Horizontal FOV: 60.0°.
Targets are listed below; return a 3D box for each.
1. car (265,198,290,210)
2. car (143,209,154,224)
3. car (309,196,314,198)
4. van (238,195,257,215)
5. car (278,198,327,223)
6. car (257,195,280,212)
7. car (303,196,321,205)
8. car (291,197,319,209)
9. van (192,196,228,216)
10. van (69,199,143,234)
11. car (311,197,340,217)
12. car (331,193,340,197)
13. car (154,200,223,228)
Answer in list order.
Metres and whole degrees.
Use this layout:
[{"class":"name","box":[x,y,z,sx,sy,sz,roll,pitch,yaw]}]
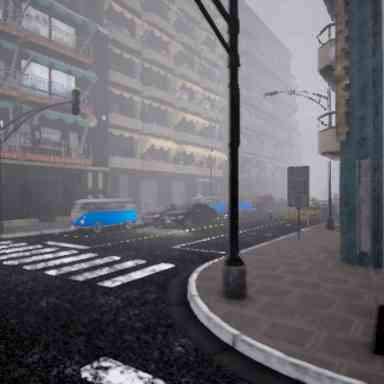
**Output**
[{"class":"car","box":[10.868,1.478,42.121,1.802,1.307,4.206,0,0,34]},{"class":"car","box":[-1.769,1.512,23.430,1.802,1.307,4.206,0,0,34]},{"class":"car","box":[11.693,1.350,33.683,1.882,1.535,5.008,0,0,34]},{"class":"van","box":[4.549,1.253,32.775,1.690,1.788,3.998,0,0,34]},{"class":"car","box":[8.014,1.399,23.830,1.752,1.417,4.829,0,0,34]},{"class":"car","box":[7.708,1.219,37.448,2.192,1.841,5.009,0,0,34]},{"class":"car","box":[20.250,1.400,55.998,1.752,1.417,4.829,0,0,34]},{"class":"car","box":[14.796,1.424,43.433,2.033,1.411,5.357,0,0,35]},{"class":"van","box":[1.390,1.262,28.102,1.690,1.788,3.998,0,0,34]},{"class":"van","box":[-4.929,1.281,18.757,1.690,1.788,3.998,0,0,34]},{"class":"car","box":[11.078,1.409,28.362,1.887,1.381,4.507,0,0,34]},{"class":"car","box":[17.396,1.163,37.707,2.192,1.841,5.009,0,0,34]},{"class":"car","box":[-0.082,1.442,21.534,1.812,1.442,4.674,0,0,34]}]
